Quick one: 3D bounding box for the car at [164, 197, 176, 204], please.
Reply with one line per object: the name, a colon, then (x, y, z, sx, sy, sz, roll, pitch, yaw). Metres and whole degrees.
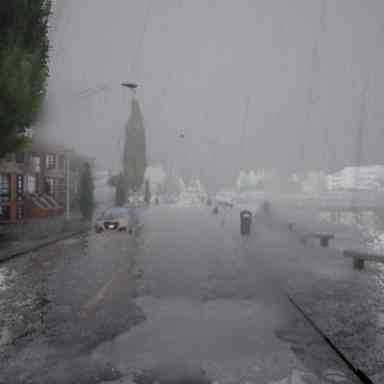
car: (-4.034, 1.565, 60.588, 1.895, 1.301, 4.718, 0, 0, 1)

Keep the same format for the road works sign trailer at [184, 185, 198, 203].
road works sign trailer: (-0.010, 0.423, 69.987, 2.380, 3.560, 2.880, 0, 0, 0)

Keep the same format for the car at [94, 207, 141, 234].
car: (-4.102, 1.553, 18.890, 1.994, 1.385, 4.181, 0, 0, 0)
